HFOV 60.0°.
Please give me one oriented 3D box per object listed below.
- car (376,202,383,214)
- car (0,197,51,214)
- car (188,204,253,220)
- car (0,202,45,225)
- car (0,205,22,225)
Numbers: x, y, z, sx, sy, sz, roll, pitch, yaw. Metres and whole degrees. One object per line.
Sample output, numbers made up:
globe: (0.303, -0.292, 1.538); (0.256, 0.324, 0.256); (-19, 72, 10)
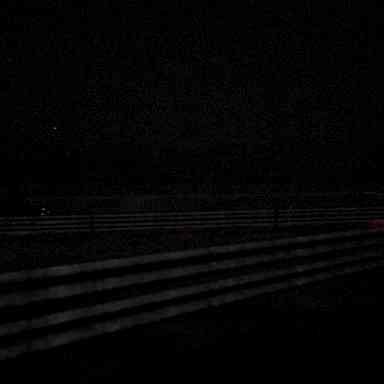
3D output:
car: (17.066, 1.263, 26.237); (4.902, 1.511, 2.128); (-1, 1, -8)
car: (-15.204, 1.426, 28.546); (5.566, 2.045, 2.150); (-1, 1, -8)
car: (2.025, 1.574, 24.020); (4.674, 1.442, 1.812); (-1, 1, -8)
car: (-14.185, 1.764, 25.159); (4.892, 1.490, 1.837); (-1, 1, -8)
car: (-14.186, 1.824, 21.630); (4.892, 1.490, 1.837); (-1, 1, -8)
